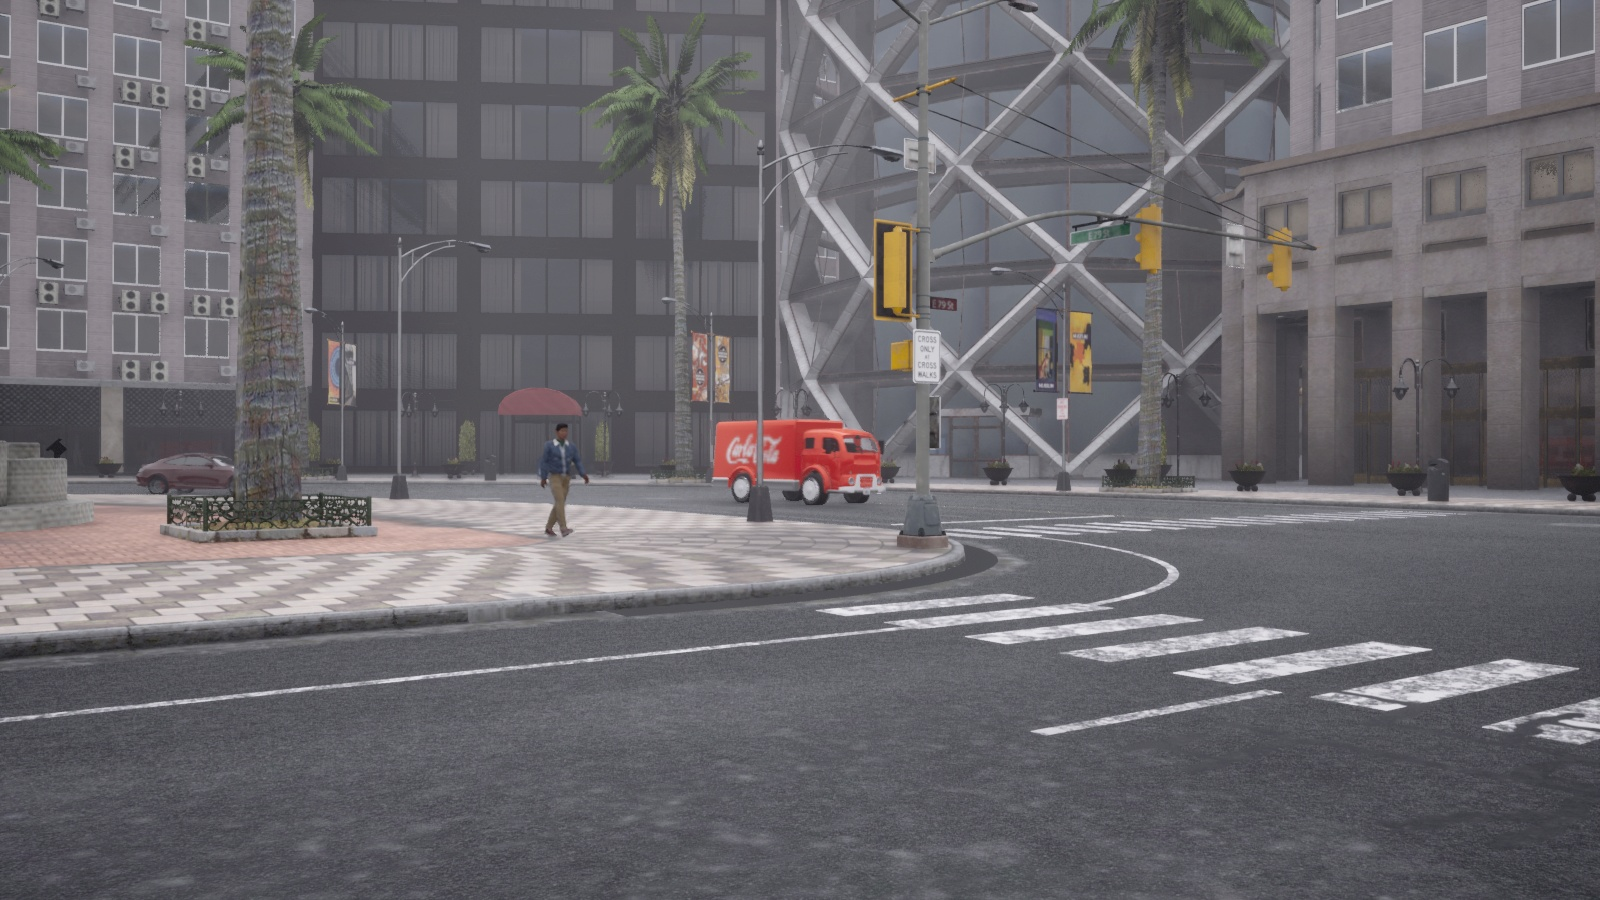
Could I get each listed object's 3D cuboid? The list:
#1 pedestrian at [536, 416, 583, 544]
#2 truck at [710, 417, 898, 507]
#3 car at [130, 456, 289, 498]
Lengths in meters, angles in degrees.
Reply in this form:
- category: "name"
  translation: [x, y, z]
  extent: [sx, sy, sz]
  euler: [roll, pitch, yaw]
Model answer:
- category: "pedestrian"
  translation: [-3.737, 0.457, 19.509]
  extent: [0.423, 1.949, 0.788]
  euler: [0, 0, -36]
- category: "truck"
  translation: [0.055, 0.349, 37.110]
  extent: [5.204, 2.467, 2.627]
  euler: [0, 0, 44]
- category: "car"
  translation: [-20.354, 0.920, 43.383]
  extent: [4.674, 1.442, 1.812]
  euler: [0, 0, 5]
